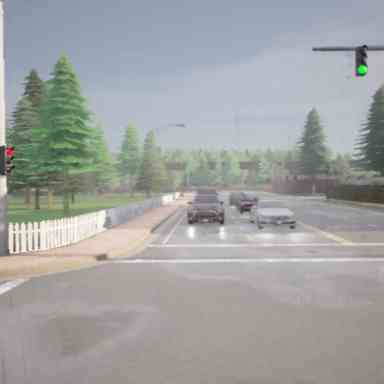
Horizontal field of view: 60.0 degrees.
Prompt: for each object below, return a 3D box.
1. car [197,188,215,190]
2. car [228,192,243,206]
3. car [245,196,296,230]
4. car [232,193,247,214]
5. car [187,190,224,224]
[{"bbox_3d":[1.315,0.608,31.258,2.150,2.045,5.566,-1,1,3],"label":"car"},{"bbox_3d":[5.111,0.710,37.572,2.128,1.511,4.902,-1,1,3],"label":"car"},{"bbox_3d":[4.246,1.121,18.130,1.812,1.442,4.674,-1,1,3],"label":"car"},{"bbox_3d":[4.638,1.020,27.224,1.895,1.301,4.718,-1,1,3],"label":"car"},{"bbox_3d":[0.850,0.945,20.604,2.097,1.767,4.553,-1,1,3],"label":"car"}]
